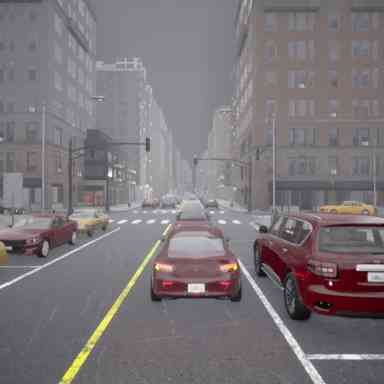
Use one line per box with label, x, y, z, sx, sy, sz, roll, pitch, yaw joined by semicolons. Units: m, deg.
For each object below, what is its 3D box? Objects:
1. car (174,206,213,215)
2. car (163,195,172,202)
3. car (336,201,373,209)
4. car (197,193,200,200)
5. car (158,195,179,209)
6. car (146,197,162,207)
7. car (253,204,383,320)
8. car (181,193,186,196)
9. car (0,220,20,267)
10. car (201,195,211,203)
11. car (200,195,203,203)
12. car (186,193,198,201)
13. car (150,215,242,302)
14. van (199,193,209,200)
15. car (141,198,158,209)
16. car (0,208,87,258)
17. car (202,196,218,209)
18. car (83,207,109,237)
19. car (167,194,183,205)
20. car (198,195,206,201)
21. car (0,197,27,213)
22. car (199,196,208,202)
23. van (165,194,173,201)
car;0.071;1.604;17.344;1.895;1.301;4.718;0;0;0
car;-5.811;1.464;79.527;1.967;1.590;4.097;1;0;0
car;15.140;1.641;32.667;5.008;1.535;1.882;0;-1;1
car;2.711;1.333;68.171;2.192;1.841;5.009;1;0;0
car;-3.074;1.514;45.108;1.837;1.490;4.892;0;0;0
car;-5.825;1.556;51.163;1.887;1.381;4.507;1;0;0
car;2.682;1.316;7.209;2.192;1.841;5.009;1;0;0
car;-2.966;1.561;69.466;2.033;1.411;5.357;0;0;0
car;-5.846;1.527;7.051;1.752;1.417;4.829;1;0;0
car;2.700;1.593;51.150;1.802;1.307;4.206;1;0;0
car;2.703;1.595;56.824;1.802;1.307;4.206;1;0;0
car;0.042;1.568;85.212;2.033;1.411;5.357;0;0;0
car;0.090;1.527;8.166;1.812;1.442;4.674;0;0;0
van;2.708;1.356;62.498;1.690;1.788;3.998;1;0;0
car;-5.828;1.554;45.490;1.887;1.381;4.507;1;0;0
car;-5.843;1.547;12.846;1.887;1.381;4.507;1;0;0
car;2.698;1.592;45.477;1.802;1.307;4.206;1;0;0
car;-5.840;1.529;18.301;1.752;1.417;4.829;1;0;0
car;-3.056;1.577;57.105;1.994;1.385;4.181;0;0;0
car;2.719;1.597;90.864;1.947;1.339;4.313;1;0;0
car;-17.246;1.197;29.665;4.553;1.767;2.097;1;-1;0
car;2.714;1.606;79.517;1.802;1.307;4.206;1;0;0
van;-5.807;1.369;85.201;1.690;1.788;3.998;1;0;0
